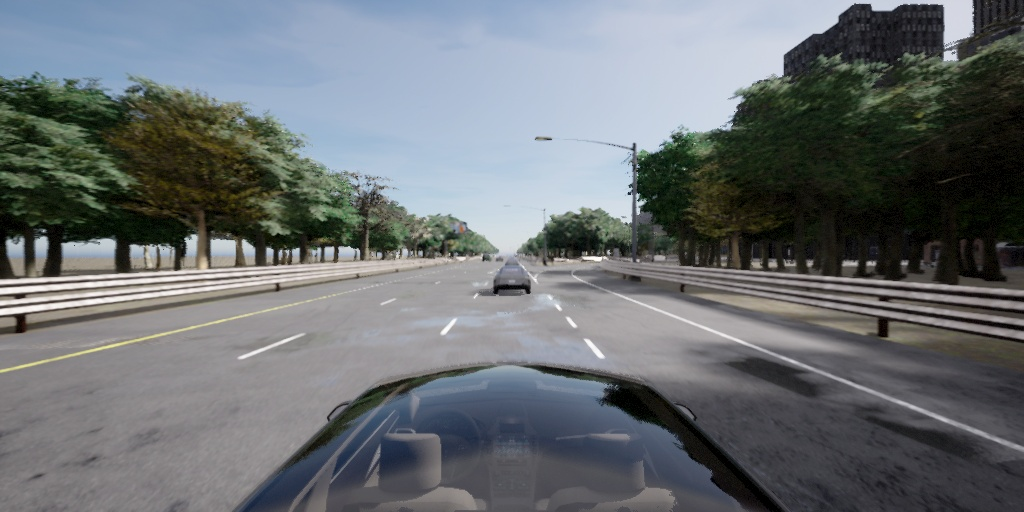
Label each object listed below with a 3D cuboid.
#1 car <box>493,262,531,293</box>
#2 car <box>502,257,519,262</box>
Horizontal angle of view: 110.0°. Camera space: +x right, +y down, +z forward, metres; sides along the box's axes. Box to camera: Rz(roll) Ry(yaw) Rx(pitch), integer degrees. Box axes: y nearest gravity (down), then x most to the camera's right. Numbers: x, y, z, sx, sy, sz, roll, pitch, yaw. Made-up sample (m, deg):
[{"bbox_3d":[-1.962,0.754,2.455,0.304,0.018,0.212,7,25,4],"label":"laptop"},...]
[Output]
[{"bbox_3d":[0.003,1.232,20.011,1.994,1.385,4.181,0,0,0],"label":"car"},{"bbox_3d":[0.008,1.097,50.171,1.994,1.385,4.181,0,0,0],"label":"car"}]
